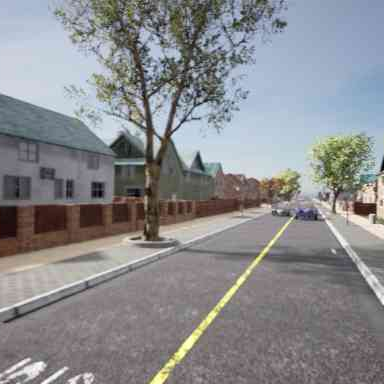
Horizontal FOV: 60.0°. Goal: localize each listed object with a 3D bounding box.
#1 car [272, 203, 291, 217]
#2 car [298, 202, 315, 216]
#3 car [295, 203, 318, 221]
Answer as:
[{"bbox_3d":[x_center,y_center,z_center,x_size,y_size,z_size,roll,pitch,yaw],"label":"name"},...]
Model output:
[{"bbox_3d":[10.659,2.045,39.488,2.128,1.511,4.902,1,0,19],"label":"car"},{"bbox_3d":[15.185,2.178,44.055,1.882,1.535,5.008,1,0,19],"label":"car"},{"bbox_3d":[11.797,1.900,34.283,2.097,1.767,4.553,1,0,20],"label":"car"}]
